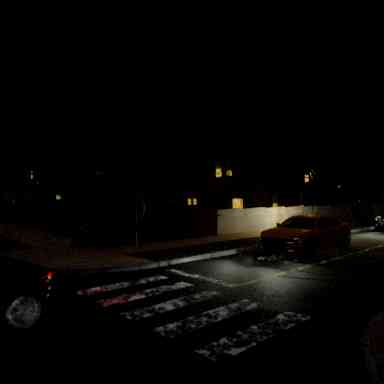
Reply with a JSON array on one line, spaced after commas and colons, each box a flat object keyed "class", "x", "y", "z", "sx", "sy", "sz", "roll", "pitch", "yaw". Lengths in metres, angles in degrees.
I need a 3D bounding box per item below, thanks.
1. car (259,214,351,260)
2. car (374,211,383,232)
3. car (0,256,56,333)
[{"class": "car", "x": 4.724, "y": 1.679, "z": 13.619, "sx": 5.008, "sy": 1.535, "sz": 1.882, "roll": 1, "pitch": -2, "yaw": -42}, {"class": "car", "x": 13.803, "y": 1.679, "z": 21.918, "sx": 4.553, "sy": 1.767, "sz": 2.097, "roll": 1, "pitch": -2, "yaw": -42}, {"class": "car", "x": -4.435, "y": 1.639, "z": 5.242, "sx": 4.181, "sy": 1.385, "sz": 1.994, "roll": 1, "pitch": -2, "yaw": -42}]
